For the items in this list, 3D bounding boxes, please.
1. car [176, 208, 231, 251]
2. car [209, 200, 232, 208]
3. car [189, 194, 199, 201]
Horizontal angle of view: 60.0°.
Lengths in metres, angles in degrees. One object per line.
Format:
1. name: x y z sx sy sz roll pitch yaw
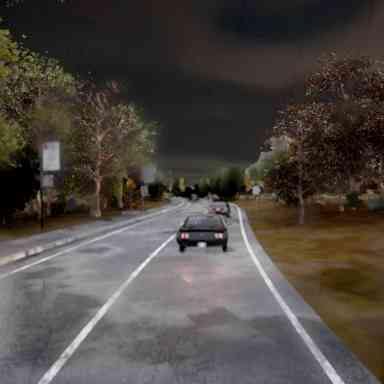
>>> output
1. car: 0.569 1.563 13.972 1.895 1.301 4.718 0 0 6
2. car: 2.395 1.424 28.727 2.033 1.411 5.357 -1 0 8
3. car: 0.346 1.179 71.518 2.128 1.511 4.902 0 0 -6
